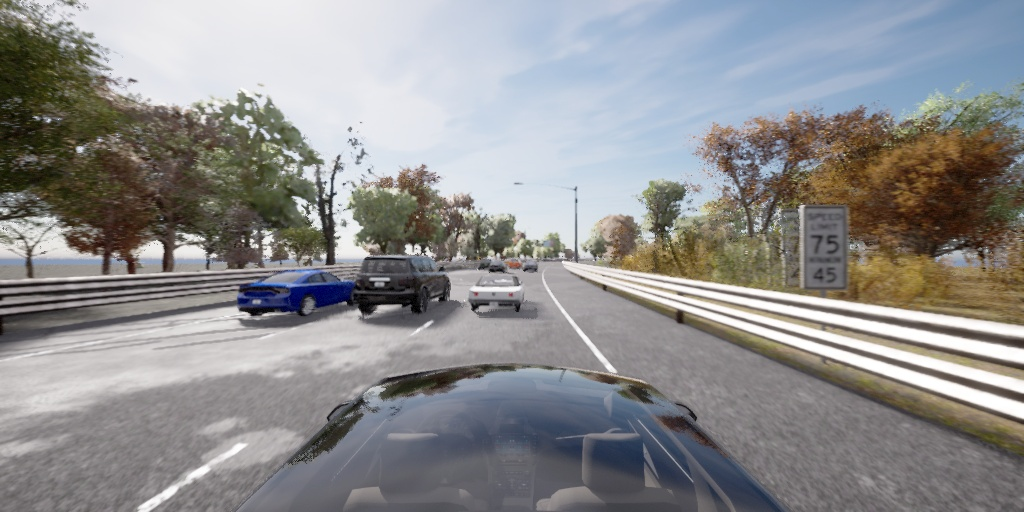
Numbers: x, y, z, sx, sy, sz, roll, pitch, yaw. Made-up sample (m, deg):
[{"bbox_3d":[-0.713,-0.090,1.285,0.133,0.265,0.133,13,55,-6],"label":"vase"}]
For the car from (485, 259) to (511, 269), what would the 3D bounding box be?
[{"bbox_3d":[-1.622,1.362,42.826,1.837,1.490,4.892,0,0,6],"label":"car"}]

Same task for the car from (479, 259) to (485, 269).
[{"bbox_3d":[-3.692,1.245,56.103,2.097,1.767,4.553,0,0,7],"label":"car"}]

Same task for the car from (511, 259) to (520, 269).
[{"bbox_3d":[0.607,1.271,62.503,2.097,1.767,4.553,0,0,7],"label":"car"}]

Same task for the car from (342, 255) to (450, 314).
[{"bbox_3d":[-4.015,0.993,14.009,2.150,2.045,5.566,0,0,4],"label":"car"}]

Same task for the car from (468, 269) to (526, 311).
[{"bbox_3d":[-0.478,1.380,14.654,1.895,1.301,4.718,0,0,4],"label":"car"}]

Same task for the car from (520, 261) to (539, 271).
[{"bbox_3d":[2.788,1.434,51.231,2.033,1.411,5.357,0,0,6],"label":"car"}]

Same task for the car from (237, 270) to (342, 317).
[{"bbox_3d":[-7.553,1.242,13.300,1.882,1.535,5.008,0,0,4],"label":"car"}]
